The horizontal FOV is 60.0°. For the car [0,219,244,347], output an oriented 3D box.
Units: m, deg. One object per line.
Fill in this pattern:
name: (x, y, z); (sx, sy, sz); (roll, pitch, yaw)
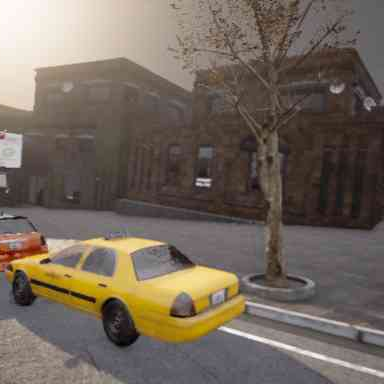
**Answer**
car: (-1.659, 1.521, 6.439); (5.366, 1.575, 1.801); (0, -1, 37)

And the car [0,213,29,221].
car: (-6.323, 1.410, 9.942); (4.553, 1.767, 2.097); (0, -1, 36)
